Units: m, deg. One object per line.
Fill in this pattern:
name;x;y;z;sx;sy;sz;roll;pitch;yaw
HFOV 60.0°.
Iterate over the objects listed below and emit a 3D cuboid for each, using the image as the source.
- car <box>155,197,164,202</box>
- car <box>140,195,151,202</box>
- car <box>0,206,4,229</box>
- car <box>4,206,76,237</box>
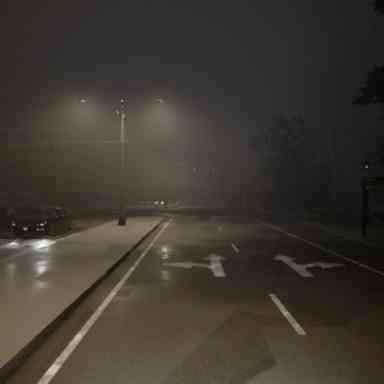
car;-8.014;1.781;82.555;1.895;1.301;4.718;0;0;0
car;-11.514;1.541;82.615;2.097;1.767;4.553;0;0;0
car;-11.547;1.548;18.505;1.837;1.490;4.892;0;0;1
car;-8.037;1.548;18.498;1.837;1.490;4.892;0;-1;0
